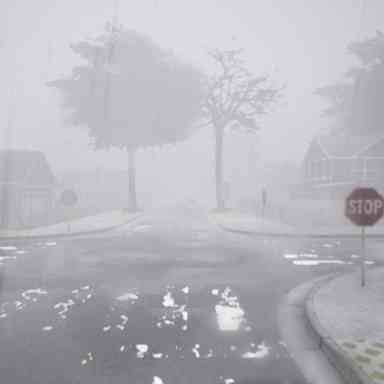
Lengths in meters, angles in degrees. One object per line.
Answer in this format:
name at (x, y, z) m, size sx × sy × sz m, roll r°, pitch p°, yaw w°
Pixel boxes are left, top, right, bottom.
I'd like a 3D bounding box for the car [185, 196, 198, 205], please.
car at (-0.097, 1.475, 56.669) m, size 1.812 × 1.442 × 4.674 m, roll 0°, pitch 0°, yaw 0°
